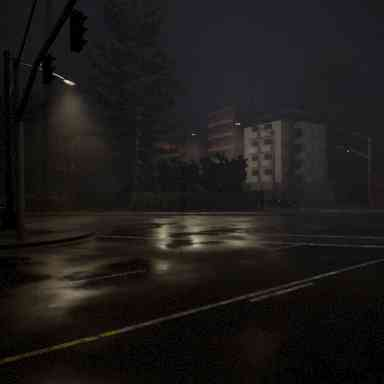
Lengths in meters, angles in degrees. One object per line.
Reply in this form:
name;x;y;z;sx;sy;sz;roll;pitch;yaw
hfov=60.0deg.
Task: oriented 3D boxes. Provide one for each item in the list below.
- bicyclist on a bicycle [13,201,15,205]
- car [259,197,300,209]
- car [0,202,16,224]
bicyclist on a bicycle;-18.106;1.346;33.202;0.582;1.620;1.656;-1;1;9
car;9.981;1.193;38.051;1.895;1.301;4.718;-1;1;-35
car;-15.349;1.561;25.384;5.008;1.535;1.882;-1;1;9
